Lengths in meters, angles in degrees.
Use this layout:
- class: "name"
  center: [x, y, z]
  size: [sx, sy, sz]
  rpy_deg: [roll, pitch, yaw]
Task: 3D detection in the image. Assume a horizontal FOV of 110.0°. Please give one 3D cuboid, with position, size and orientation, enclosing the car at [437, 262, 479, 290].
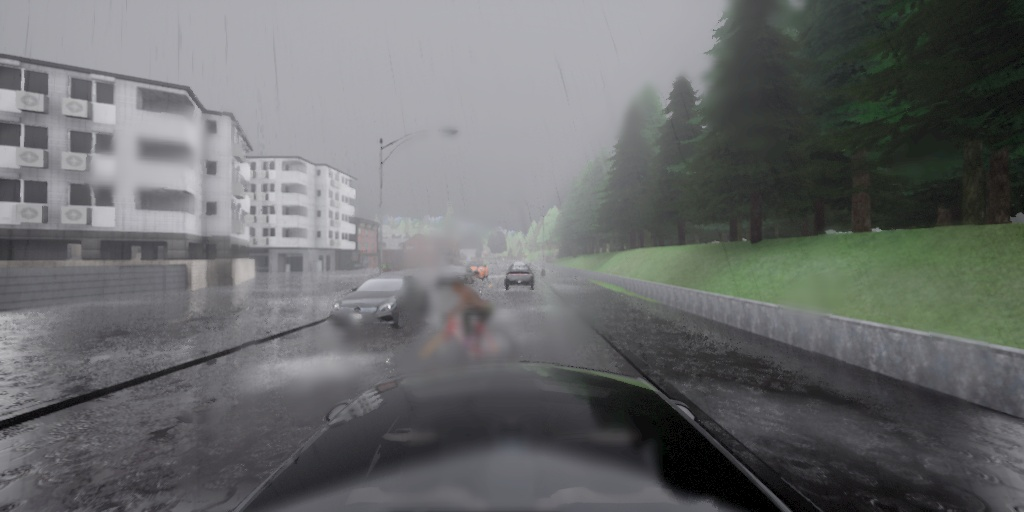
- class: "car"
  center: [-3.612, 1.335, 23.735]
  size: [1.882, 1.535, 5.008]
  rpy_deg: [0, -1, 1]

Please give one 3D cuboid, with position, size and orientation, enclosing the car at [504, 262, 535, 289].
- class: "car"
  center: [0.505, 1.352, 24.124]
  size: [2.128, 1.511, 4.902]
  rpy_deg: [0, 0, 1]

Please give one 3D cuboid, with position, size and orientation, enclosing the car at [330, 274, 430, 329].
- class: "car"
  center: [-3.934, 1.323, 11.546]
  size: [1.812, 1.442, 4.674]
  rpy_deg: [0, 0, 1]

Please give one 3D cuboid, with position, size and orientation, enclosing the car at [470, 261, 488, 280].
- class: "car"
  center: [-3.441, 1.258, 33.650]
  size: [2.097, 1.767, 4.553]
  rpy_deg: [0, 0, 2]

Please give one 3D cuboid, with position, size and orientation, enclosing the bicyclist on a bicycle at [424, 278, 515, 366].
- class: "bicyclist on a bicycle"
  center: [-0.789, 1.222, 6.443]
  size: [1.656, 1.620, 0.582]
  rpy_deg: [-2, 0, 1]
